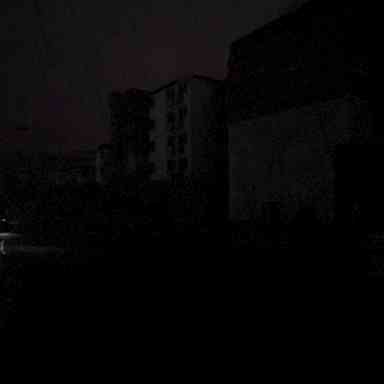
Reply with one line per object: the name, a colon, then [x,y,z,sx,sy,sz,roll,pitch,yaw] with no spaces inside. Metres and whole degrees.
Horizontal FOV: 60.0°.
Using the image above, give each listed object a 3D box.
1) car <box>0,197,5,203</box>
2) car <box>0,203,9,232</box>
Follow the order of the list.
car: [-31.442,1.487,53.781,1.812,1.442,4.674,-1,0,-36]
car: [-11.836,1.555,19.128,1.994,1.385,4.181,-1,0,-36]
